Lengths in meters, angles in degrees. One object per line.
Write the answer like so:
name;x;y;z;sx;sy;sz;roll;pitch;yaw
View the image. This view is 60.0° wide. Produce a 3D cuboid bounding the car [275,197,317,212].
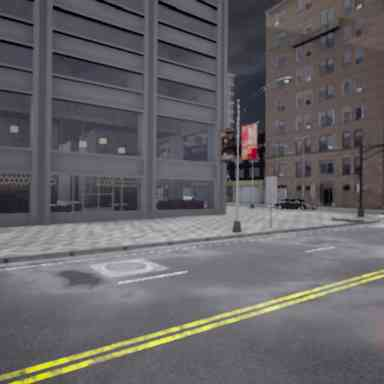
car;11.415;1.377;36.675;1.837;1.490;4.892;1;0;-35
